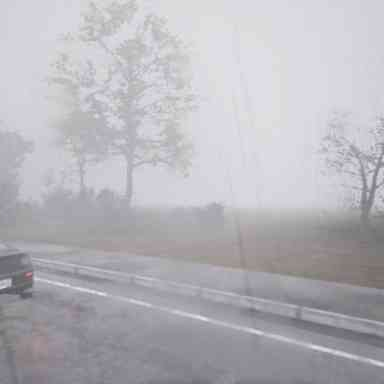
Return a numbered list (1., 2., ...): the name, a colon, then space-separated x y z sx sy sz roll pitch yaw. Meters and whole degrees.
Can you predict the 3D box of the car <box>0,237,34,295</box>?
1. car: -5.374 1.502 7.247 4.674 1.442 1.812 0 0 32
